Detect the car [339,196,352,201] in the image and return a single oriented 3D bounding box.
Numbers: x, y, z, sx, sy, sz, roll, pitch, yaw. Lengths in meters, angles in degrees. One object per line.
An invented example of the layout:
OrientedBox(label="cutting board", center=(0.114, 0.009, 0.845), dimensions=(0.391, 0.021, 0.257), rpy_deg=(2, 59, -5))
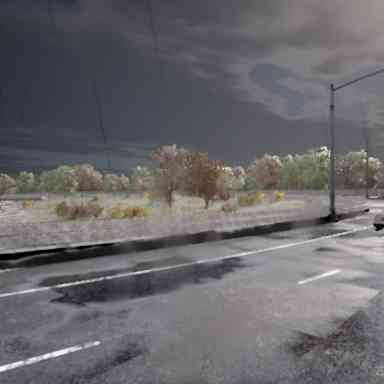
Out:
OrientedBox(label="car", center=(40.020, 1.634, 86.566), dimensions=(2.033, 1.411, 5.357), rpy_deg=(0, 0, 2))

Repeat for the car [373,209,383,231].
OrientedBox(label="car", center=(12.356, 1.561, 19.864), dimensions=(2.033, 1.411, 5.357), rpy_deg=(0, 0, 42))
